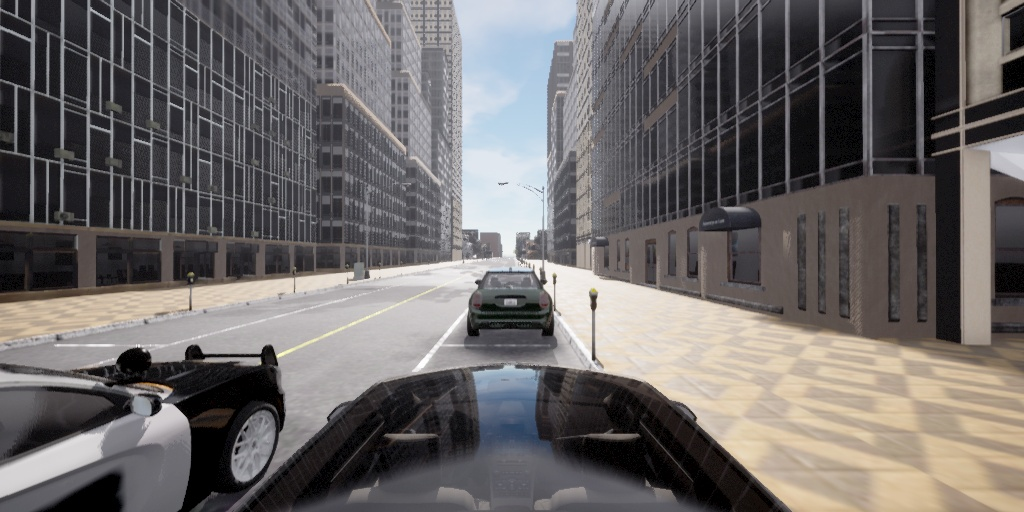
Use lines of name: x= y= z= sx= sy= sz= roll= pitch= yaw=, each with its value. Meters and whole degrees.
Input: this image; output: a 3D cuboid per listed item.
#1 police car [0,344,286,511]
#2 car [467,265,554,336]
police car: x=-3.145 y=1.169 z=1.609 sx=1.930 sy=1.638 sz=5.238 roll=0 pitch=0 yaw=0
car: x=-0.032 y=1.092 z=10.469 sx=2.097 sy=1.767 sz=4.553 roll=0 pitch=0 yaw=0
